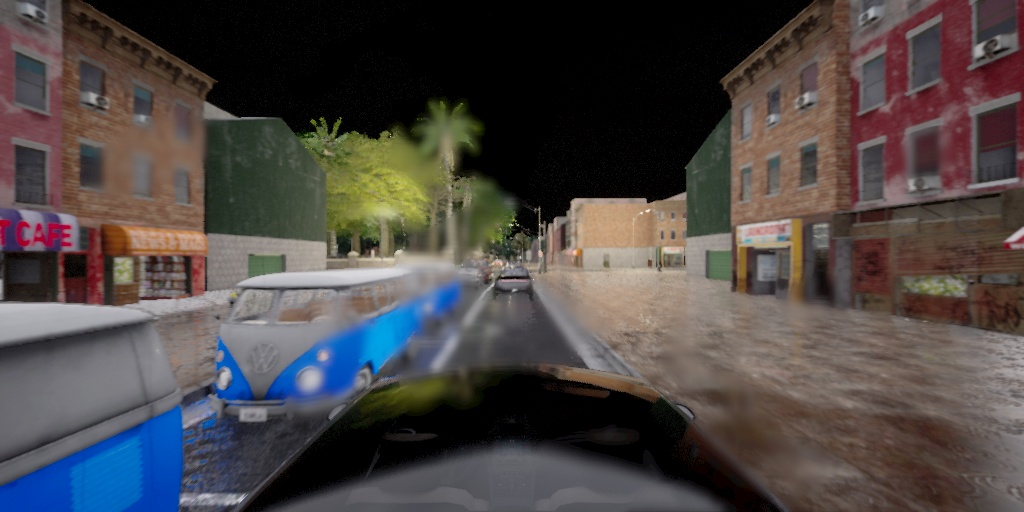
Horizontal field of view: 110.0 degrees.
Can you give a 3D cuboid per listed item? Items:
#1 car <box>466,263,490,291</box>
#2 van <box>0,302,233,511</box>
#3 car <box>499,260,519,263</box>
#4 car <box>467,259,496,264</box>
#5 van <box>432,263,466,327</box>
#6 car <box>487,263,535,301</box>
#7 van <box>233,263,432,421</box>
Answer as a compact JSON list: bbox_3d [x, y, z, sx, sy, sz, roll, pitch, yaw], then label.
[{"bbox_3d":[-2.633,1.347,22.144,2.007,1.370,4.403,0,0,0],"label":"car"},{"bbox_3d":[-2.638,1.088,0.288,1.690,1.789,3.998,0,0,0],"label":"van"},{"bbox_3d":[0.110,1.320,32.863,2.128,1.511,4.902,0,0,-2],"label":"car"},{"bbox_3d":[-2.632,1.127,27.608,2.192,1.841,5.009,0,0,0],"label":"car"},{"bbox_3d":[-2.636,1.112,11.216,1.690,1.789,3.998,0,0,0],"label":"van"},{"bbox_3d":[0.102,1.276,17.663,2.128,1.511,4.902,0,0,0],"label":"car"},{"bbox_3d":[-2.637,1.100,5.752,1.690,1.789,3.998,0,0,0],"label":"van"}]
